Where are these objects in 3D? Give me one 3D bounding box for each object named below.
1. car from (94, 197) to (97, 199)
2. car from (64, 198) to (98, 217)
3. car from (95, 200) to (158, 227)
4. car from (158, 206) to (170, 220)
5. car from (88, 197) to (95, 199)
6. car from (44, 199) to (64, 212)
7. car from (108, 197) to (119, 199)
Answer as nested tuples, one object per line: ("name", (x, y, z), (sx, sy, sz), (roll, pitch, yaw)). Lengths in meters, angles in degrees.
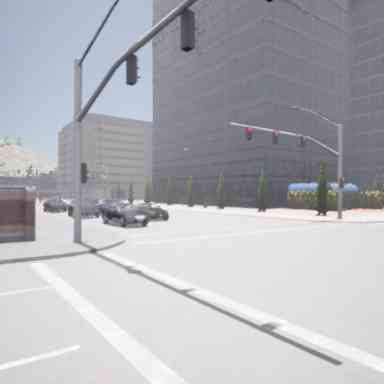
("car", (-18.364, 1.643, 60.639), (1.812, 1.442, 4.674), (0, 0, -36))
("car", (-9.989, 1.582, 30.547), (1.812, 1.442, 4.674), (0, 0, -36))
("car", (-4.688, 1.544, 23.138), (2.128, 1.511, 4.902), (0, 0, -36))
("car", (-3.579, 1.633, 27.601), (1.994, 1.385, 4.181), (0, 0, -36))
("car", (-14.509, 1.678, 42.896), (1.895, 1.301, 4.718), (0, 0, -35))
("car", (-16.007, 1.566, 38.973), (1.837, 1.490, 4.892), (0, 0, -36))
("car", (-12.502, 1.604, 52.450), (2.128, 1.511, 4.902), (0, 0, -36))
